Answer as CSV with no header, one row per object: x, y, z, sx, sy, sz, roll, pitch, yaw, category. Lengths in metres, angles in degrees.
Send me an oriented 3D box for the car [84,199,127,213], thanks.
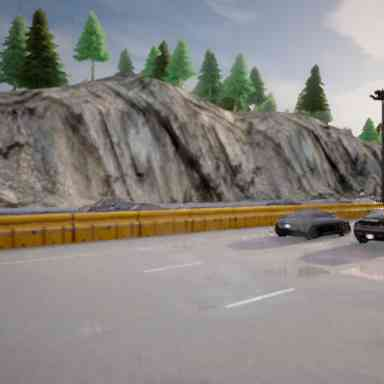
-5.558,1.526,25.846,4.674,1.442,1.812,0,0,-36,car

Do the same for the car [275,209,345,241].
6.108,1.563,16.742,4.181,1.385,1.994,0,0,-35,car

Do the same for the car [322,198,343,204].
18.770,1.487,43.266,4.902,1.511,2.128,0,0,-36,car

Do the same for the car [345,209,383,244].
8.972,1.502,14.484,4.892,1.490,1.837,0,0,-36,car

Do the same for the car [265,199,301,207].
11.740,1.545,42.453,5.357,1.411,2.033,0,0,-35,car

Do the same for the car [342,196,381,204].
20.617,1.522,40.278,4.674,1.442,1.812,0,0,-36,car

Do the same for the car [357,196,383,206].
29.671,1.497,55.424,4.892,1.490,1.837,0,0,-36,car

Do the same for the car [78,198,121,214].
-7.465,1.351,28.806,4.553,1.767,2.097,0,0,-36,car

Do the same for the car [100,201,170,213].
-3.595,1.525,22.949,4.674,1.442,1.812,0,0,-36,car
